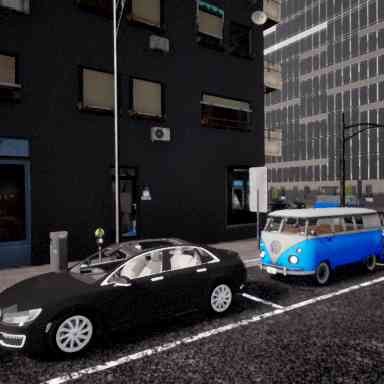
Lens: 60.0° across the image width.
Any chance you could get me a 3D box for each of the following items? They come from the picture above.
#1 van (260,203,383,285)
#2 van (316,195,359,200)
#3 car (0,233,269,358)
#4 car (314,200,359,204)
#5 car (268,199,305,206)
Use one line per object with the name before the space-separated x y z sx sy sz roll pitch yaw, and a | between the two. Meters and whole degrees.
van | 3.599 1.339 9.137 3.998 1.788 1.690 0 -1 -35
van | 12.832 1.201 29.774 1.690 1.788 3.998 -1 1 -35
car | -0.961 1.550 5.884 4.403 1.369 2.008 0 -1 -35
car | 11.122 1.513 22.133 2.033 1.411 5.357 -1 1 -35
car | 9.655 1.400 34.292 1.947 1.339 4.313 -1 1 -35
